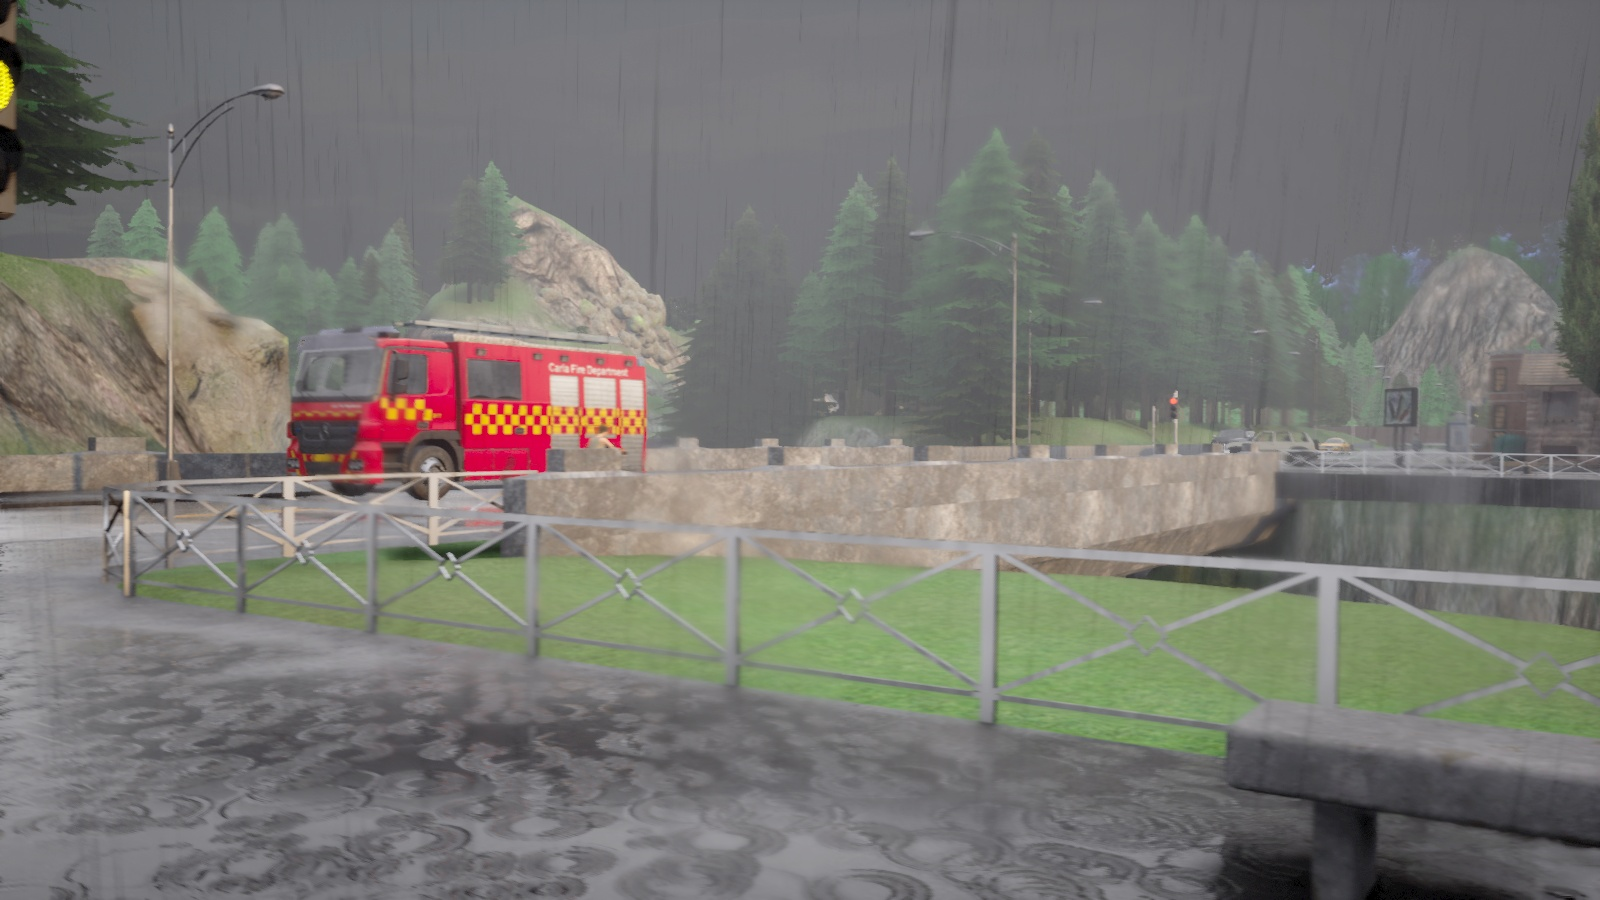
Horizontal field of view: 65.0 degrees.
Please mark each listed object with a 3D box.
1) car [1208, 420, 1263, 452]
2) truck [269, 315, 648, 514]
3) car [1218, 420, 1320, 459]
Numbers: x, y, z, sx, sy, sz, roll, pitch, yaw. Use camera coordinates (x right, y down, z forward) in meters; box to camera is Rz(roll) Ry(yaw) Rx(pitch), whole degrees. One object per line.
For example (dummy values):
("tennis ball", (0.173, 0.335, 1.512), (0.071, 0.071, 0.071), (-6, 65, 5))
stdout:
("car", (28.758, -0.941, 82.875), (2.150, 2.045, 5.566), (0, 1, 33))
("truck", (-7.345, -0.756, 28.544), (2.891, 3.827, 8.468), (0, 1, 34))
("car", (23.010, -0.505, 61.781), (4.605, 1.855, 1.932), (0, 0, 17))
